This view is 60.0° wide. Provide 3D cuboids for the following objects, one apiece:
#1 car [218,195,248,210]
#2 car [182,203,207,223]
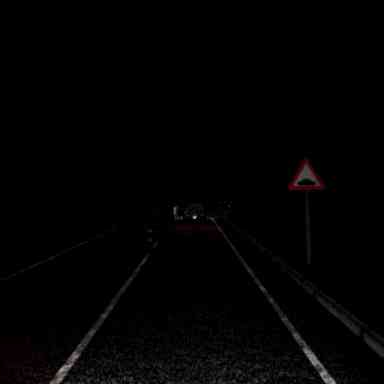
[{"bbox_3d":[5.076,1.218,40.928,2.097,1.767,4.553,-5,-2,34],"label":"car"},{"bbox_3d":[0.204,1.573,25.941,1.812,1.442,4.674,0,0,0],"label":"car"}]
